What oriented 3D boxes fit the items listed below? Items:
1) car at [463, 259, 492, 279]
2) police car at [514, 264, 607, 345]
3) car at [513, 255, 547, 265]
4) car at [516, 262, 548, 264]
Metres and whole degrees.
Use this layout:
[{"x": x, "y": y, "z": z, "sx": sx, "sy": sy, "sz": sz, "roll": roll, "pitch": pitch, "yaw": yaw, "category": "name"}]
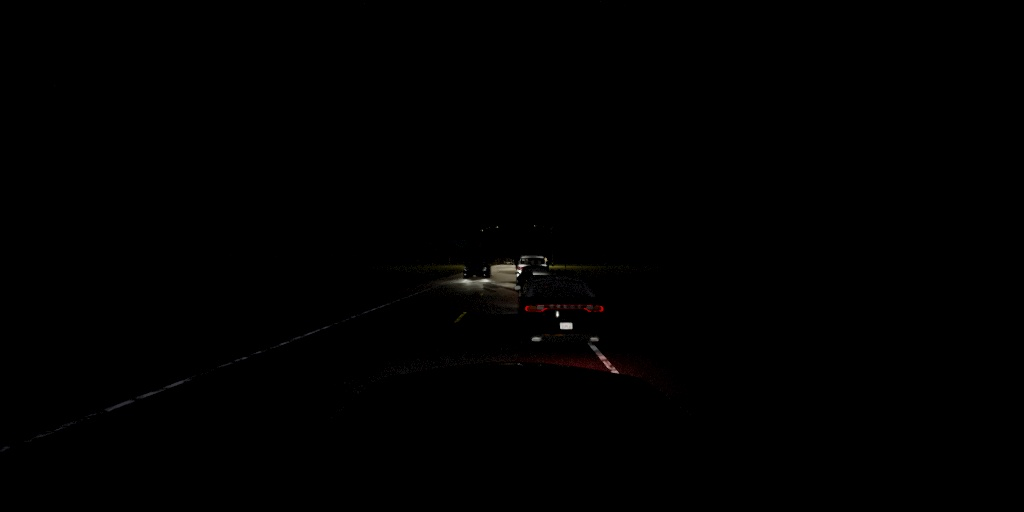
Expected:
[{"x": -3.037, "y": 1.091, "z": 32.173, "sx": 2.097, "sy": 1.767, "sz": 4.553, "roll": 0, "pitch": 0, "yaw": 2, "category": "car"}, {"x": 1.095, "y": 1.175, "z": 9.651, "sx": 1.930, "sy": 1.638, "sz": 5.238, "roll": 0, "pitch": 0, "yaw": 1, "category": "police car"}, {"x": 1.391, "y": 0.967, "z": 25.521, "sx": 2.150, "sy": 2.045, "sz": 5.566, "roll": 0, "pitch": 0, "yaw": 2, "category": "car"}, {"x": 1.247, "y": 1.252, "z": 19.511, "sx": 1.837, "sy": 1.490, "sz": 4.892, "roll": 0, "pitch": 0, "yaw": 1, "category": "car"}]
